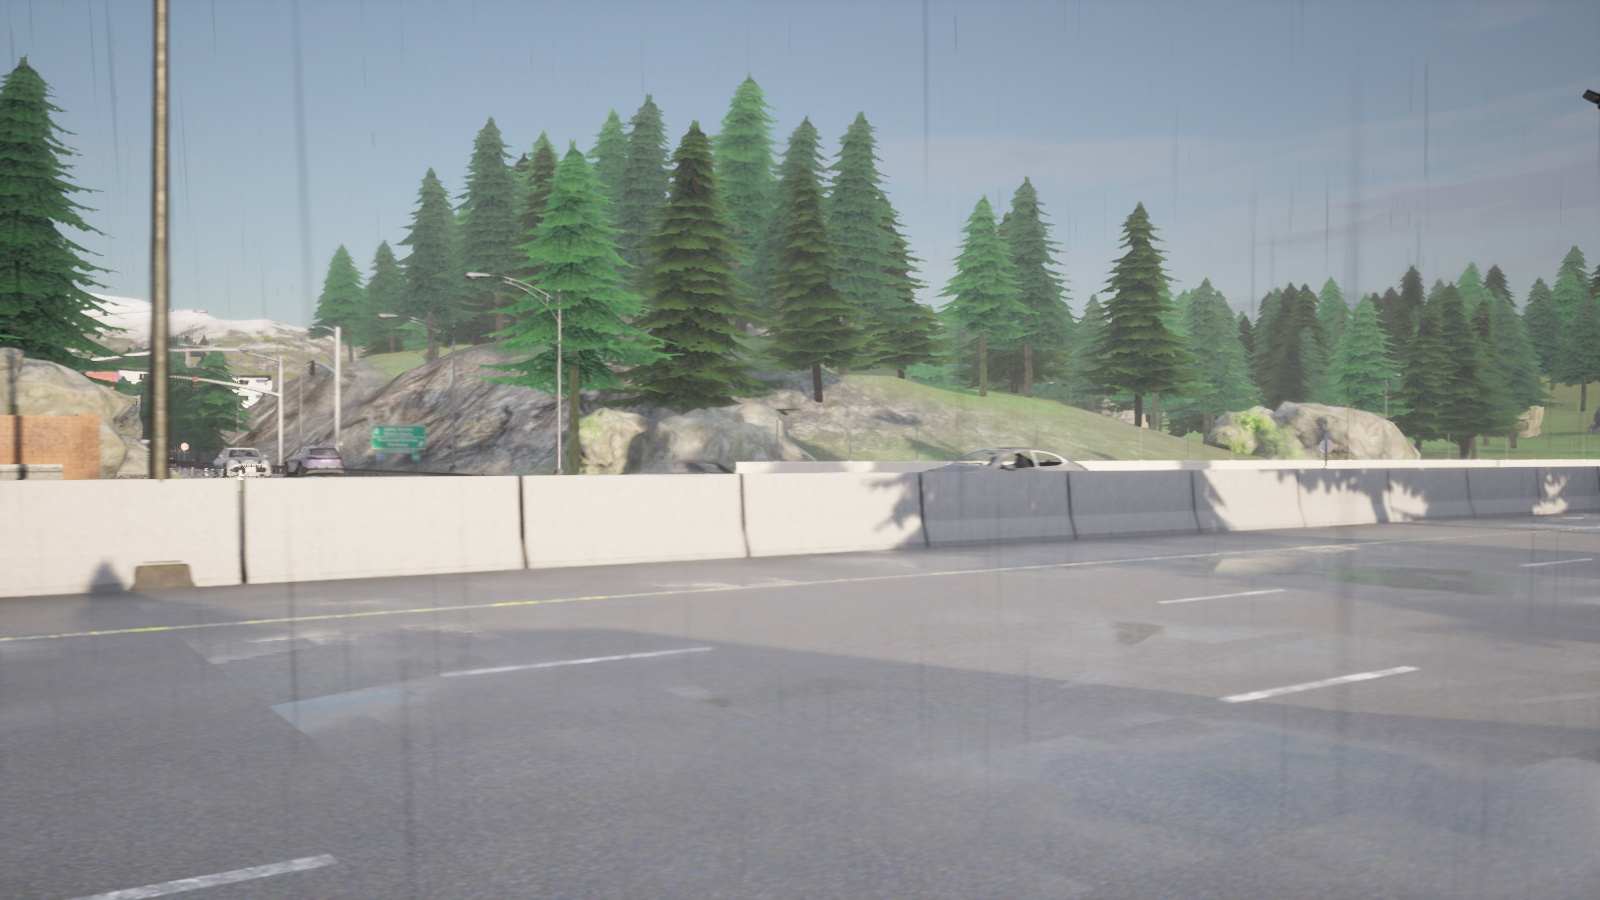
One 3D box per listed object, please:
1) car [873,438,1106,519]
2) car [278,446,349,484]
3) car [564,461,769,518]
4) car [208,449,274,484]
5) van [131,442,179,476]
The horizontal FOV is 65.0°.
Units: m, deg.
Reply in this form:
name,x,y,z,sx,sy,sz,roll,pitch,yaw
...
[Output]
name,x,y,z,sx,sy,sz,roll,pitch,yaw
car,4.266,0.583,27.950,5.027,1.651,2.152,0,0,-35
car,-22.596,0.669,58.214,2.033,1.649,4.856,0,0,-34
car,-3.276,0.929,31.228,4.718,1.301,1.895,0,0,-35
car,-24.243,0.699,54.415,1.970,1.475,3.806,0,0,-34
van,-39.328,0.543,76.540,2.069,2.038,4.480,0,0,-34
